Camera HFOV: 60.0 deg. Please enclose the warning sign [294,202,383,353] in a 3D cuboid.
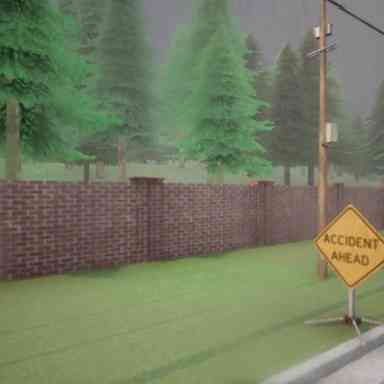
[{"bbox_3d":[2.425,1.114,5.046,1.060,1.860,1.300,0,0,-35],"label":"warning sign"}]
